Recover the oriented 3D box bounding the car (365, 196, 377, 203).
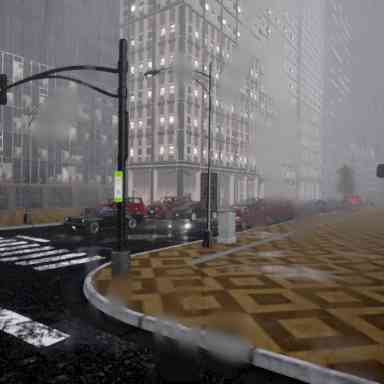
[{"bbox_3d":[39.521,1.596,73.493,1.967,1.590,4.097,1,1,35],"label":"car"}]

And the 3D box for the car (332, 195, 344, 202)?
[{"bbox_3d":[36.192,1.568,82.433,1.752,1.417,4.829,1,1,35],"label":"car"}]

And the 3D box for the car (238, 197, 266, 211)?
[{"bbox_3d":[7.707,1.428,42.260,1.967,1.590,4.097,1,0,35],"label":"car"}]

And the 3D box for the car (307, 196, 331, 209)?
[{"bbox_3d":[17.660,1.646,46.849,1.994,1.385,4.181,1,1,35],"label":"car"}]

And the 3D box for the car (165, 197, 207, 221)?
[{"bbox_3d":[0.324,1.482,27.438,1.882,1.535,5.008,1,1,35],"label":"car"}]

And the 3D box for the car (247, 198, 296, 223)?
[{"bbox_3d":[6.759,1.408,26.934,2.192,1.841,5.009,1,0,35],"label":"car"}]

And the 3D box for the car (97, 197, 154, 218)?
[{"bbox_3d":[-5.451,1.272,23.763,2.192,1.841,5.009,1,0,35],"label":"car"}]

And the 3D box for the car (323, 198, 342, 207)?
[{"bbox_3d":[23.117,1.657,54.566,1.994,1.385,4.181,1,1,35],"label":"car"}]

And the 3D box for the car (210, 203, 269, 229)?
[{"bbox_3d":[3.270,1.667,22.006,1.802,1.307,4.206,1,0,35],"label":"car"}]

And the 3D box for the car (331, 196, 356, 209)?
[{"bbox_3d":[21.409,1.654,47.086,1.812,1.442,4.674,1,1,35],"label":"car"}]

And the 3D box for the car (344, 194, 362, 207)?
[{"bbox_3d":[25.437,1.364,52.848,2.150,2.045,5.566,1,1,35],"label":"car"}]

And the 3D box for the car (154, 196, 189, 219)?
[{"bbox_3d":[-1.795,1.280,28.932,2.192,1.841,5.009,1,0,35],"label":"car"}]

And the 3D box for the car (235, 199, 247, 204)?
[{"bbox_3d":[5.785,1.509,35.153,2.128,1.511,4.902,1,1,35],"label":"car"}]

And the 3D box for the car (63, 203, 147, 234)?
[{"bbox_3d":[-5.118,1.593,19.715,1.895,1.301,4.718,1,1,35],"label":"car"}]

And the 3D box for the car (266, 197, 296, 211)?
[{"bbox_3d":[11.734,1.522,43.493,2.128,1.511,4.902,1,1,36],"label":"car"}]

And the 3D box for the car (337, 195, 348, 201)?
[{"bbox_3d":[39.477,1.621,87.080,1.947,1.339,4.313,1,1,35],"label":"car"}]

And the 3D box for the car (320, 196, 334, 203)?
[{"bbox_3d":[29.883,1.614,73.514,1.802,1.307,4.206,1,1,35],"label":"car"}]
